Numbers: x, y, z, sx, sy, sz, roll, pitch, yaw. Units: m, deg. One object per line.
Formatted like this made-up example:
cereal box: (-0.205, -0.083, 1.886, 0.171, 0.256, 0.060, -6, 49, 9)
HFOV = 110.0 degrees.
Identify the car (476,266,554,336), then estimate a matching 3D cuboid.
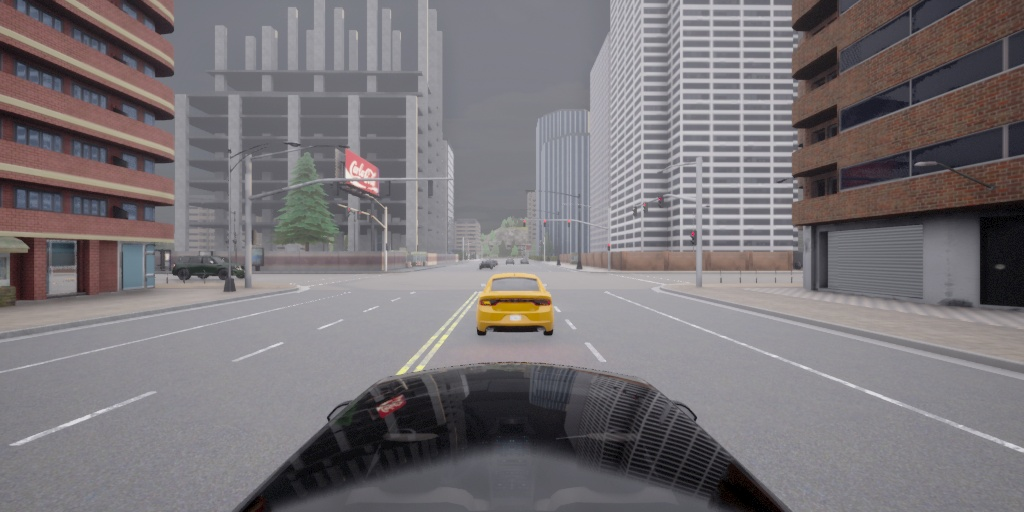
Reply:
car: (0.065, 1.228, 10.468, 1.882, 1.535, 5.008, 0, 0, 0)

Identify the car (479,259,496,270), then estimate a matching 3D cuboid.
car: (-3.855, 1.351, 53.984, 1.895, 1.301, 4.718, 0, 0, 0)

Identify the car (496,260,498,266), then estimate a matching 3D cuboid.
car: (-3.883, 1.297, 63.745, 2.033, 1.411, 5.357, 0, 0, 0)

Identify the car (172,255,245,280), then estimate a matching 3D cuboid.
car: (-25.304, 0.972, 30.302, 5.566, 2.045, 2.150, 0, 0, -1)
